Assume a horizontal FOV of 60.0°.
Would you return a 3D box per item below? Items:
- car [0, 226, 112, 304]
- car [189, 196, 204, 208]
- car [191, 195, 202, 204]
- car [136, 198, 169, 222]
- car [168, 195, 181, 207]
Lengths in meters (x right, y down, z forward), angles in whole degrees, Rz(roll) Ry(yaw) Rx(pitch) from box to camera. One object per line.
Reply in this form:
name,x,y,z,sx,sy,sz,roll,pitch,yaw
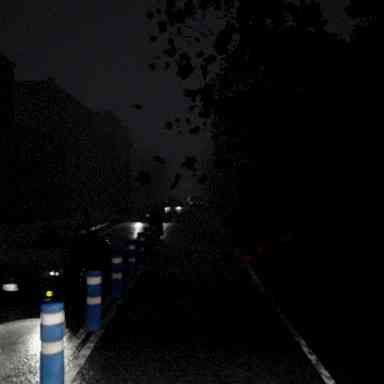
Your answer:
car,-3.315,1.559,8.086,1.994,1.385,4.181,0,0,0
car,0.649,1.398,45.126,2.033,1.411,5.357,0,0,1
car,0.782,1.332,58.969,1.895,1.301,4.718,0,2,1
car,-3.132,1.440,26.067,1.837,1.490,4.892,0,0,1
car,-2.693,1.185,48.337,2.097,1.767,4.553,0,0,2
